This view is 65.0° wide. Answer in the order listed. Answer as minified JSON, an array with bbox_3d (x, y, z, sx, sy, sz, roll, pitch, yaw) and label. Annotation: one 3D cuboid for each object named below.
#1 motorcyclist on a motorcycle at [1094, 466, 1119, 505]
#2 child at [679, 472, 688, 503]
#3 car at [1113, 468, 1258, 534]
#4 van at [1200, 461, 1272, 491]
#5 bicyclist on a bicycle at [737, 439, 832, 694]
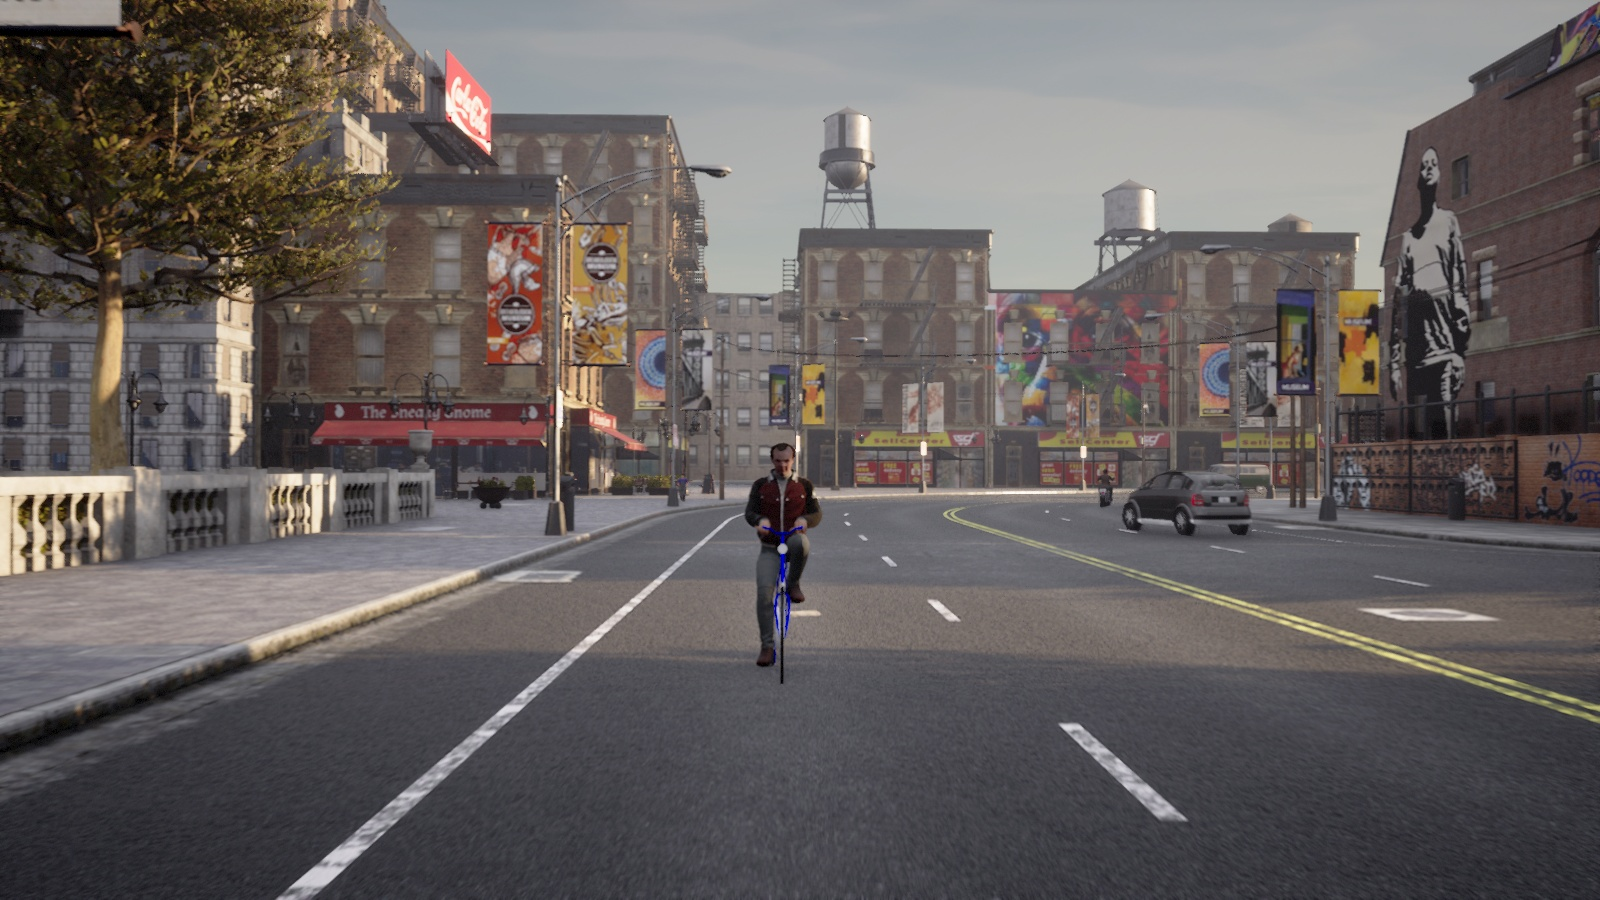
[{"bbox_3d":[13.141,1.515,53.860,0.766,1.649,2.350,0,-1,20],"label":"motorcyclist on a motorcycle"},{"bbox_3d":[-4.839,1.548,52.266,0.270,1.263,0.437,0,-1,6],"label":"child"},{"bbox_3d":[9.554,1.222,31.418,1.789,1.549,3.705,0,-1,-14],"label":"car"},{"bbox_3d":[29.367,1.714,84.637,4.442,1.987,1.775,0,-1,-19],"label":"van"},{"bbox_3d":[-0.126,0.828,9.708,0.659,1.776,1.843,0,-1,-1],"label":"bicyclist on a bicycle"}]
